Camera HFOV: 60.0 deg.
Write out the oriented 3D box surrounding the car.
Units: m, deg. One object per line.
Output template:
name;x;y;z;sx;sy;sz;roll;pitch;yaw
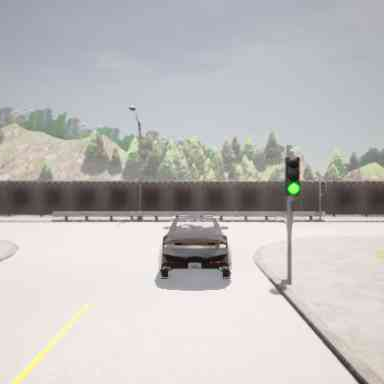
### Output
car;0.114;1.490;10.103;2.128;1.511;4.902;0;0;1
